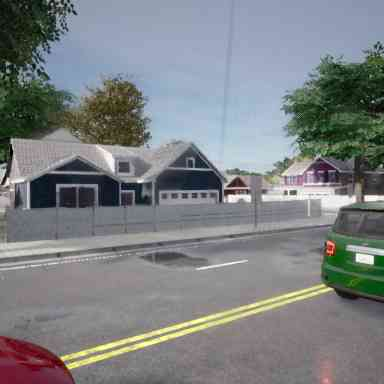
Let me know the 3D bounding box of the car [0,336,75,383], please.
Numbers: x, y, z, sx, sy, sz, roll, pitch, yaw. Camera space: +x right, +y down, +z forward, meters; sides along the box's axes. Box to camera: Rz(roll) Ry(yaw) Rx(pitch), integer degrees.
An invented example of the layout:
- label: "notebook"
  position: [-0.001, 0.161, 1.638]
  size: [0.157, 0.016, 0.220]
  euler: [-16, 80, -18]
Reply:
- label: "car"
  position: [-3.021, 1.476, 1.287]
  size: [5.008, 1.535, 1.882]
  euler: [0, 0, -35]

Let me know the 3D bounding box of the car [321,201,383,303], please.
- label: "car"
  position: [5.102, 1.209, 7.120]
  size: [5.566, 2.045, 2.150]
  euler: [0, 0, -35]
